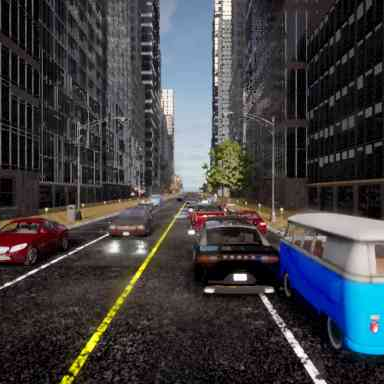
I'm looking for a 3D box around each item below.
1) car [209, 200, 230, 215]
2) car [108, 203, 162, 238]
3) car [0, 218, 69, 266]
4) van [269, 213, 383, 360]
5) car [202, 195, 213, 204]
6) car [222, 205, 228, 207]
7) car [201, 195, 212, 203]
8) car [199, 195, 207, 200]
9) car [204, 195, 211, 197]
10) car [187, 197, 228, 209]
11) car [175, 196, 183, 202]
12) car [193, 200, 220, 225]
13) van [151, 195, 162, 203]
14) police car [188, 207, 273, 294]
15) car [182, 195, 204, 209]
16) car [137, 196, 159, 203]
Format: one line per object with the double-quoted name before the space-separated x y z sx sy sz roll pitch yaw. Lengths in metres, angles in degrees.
"car" 2.804 1.581 34.268 1.802 1.307 4.206 0 0 0
"car" -3.042 1.547 18.083 2.033 1.411 5.357 0 0 0
"car" -5.653 1.582 11.529 1.802 1.307 4.206 0 0 0
"van" 2.709 1.341 5.807 1.690 1.788 3.998 0 0 0
"car" 2.899 1.410 62.730 1.967 1.590 4.097 0 0 0
"car" 2.747 1.581 17.190 1.802 1.307 4.206 0 0 0
"car" 2.918 1.401 68.422 1.967 1.590 4.097 0 0 0
"car" 2.994 1.462 91.193 1.887 1.381 4.507 0 0 0
"car" 2.842 1.544 45.653 2.008 1.369 4.403 0 0 0
"car" 0.912 1.351 18.794 2.097 1.767 4.553 0 0 0
"car" -2.752 1.550 75.297 1.895 1.301 4.718 0 0 0
"car" 0.983 1.455 25.021 1.801 1.575 5.366 0 0 0
"van" -5.520 1.328 51.377 1.690 1.788 3.998 0 0 0
"police car" 0.929 1.425 8.941 1.930 1.638 5.238 0 0 0
"car" 0.160 1.485 45.729 2.128 1.511 4.902 0 0 0
"car" -5.558 1.548 39.992 2.008 1.369 4.403 0 0 0
